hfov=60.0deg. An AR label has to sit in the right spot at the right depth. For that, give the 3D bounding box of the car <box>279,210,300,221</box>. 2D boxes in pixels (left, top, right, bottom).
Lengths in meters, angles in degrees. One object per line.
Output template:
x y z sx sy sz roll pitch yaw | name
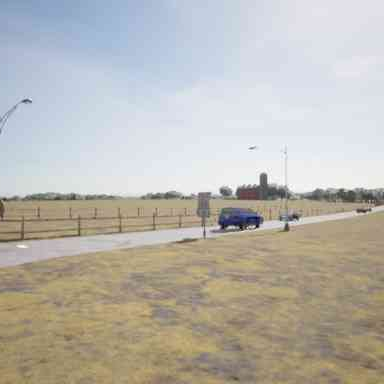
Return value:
14.559 3.497 49.558 2.128 1.511 4.902 -1 -3 35 | car

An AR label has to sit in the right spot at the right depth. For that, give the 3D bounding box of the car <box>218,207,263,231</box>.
4.519 2.389 30.514 2.150 2.045 5.566 -1 -3 35 | car
